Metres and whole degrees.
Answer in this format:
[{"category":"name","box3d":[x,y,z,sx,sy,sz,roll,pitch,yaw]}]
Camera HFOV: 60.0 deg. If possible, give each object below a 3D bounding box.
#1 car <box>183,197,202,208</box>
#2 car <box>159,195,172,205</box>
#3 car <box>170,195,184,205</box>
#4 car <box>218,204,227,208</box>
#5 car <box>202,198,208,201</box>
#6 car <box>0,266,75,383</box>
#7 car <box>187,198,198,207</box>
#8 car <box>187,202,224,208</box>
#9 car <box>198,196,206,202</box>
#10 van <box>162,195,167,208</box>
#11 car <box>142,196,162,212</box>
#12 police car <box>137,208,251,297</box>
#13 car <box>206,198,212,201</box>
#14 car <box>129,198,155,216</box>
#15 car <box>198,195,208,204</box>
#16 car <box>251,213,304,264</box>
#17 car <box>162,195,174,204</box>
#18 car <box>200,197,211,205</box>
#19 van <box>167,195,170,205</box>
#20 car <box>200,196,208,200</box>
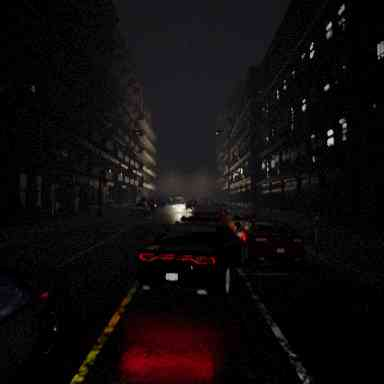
[{"category":"car","box3d":[0.058,1.790,45.792,1.895,1.301,4.718,0,0,0]},{"category":"car","box3d":[-5.229,1.630,67.293,2.192,1.841,5.009,1,0,0]},{"category":"car","box3d":[-2.688,1.527,65.810,2.150,2.045,5.566,0,0,0]},{"category":"car","box3d":[2.601,1.586,17.619,1.752,1.417,4.829,1,0,0]},{"category":"car","box3d":[2.620,1.709,39.571,2.008,1.369,4.403,1,0,0]},{"category":"car","box3d":[-2.846,1.558,3.232,2.033,1.411,5.357,0,0,0]},{"category":"car","box3d":[0.055,1.829,59.306,1.994,1.385,4.181,0,0,0]},{"category":"car","box3d":[0.842,1.542,18.587,1.882,1.535,5.008,0,0,0]},{"category":"car","box3d":[2.633,1.908,89.349,1.967,1.590,4.097,1,0,0]},{"category":"van","box3d":[-5.244,1.556,50.701,1.690,1.788,3.998,2,0,0]},{"category":"car","box3d":[-5.254,1.474,39.642,2.192,1.841,5.009,2,0,0]},{"category":"police car","box3d":[0.284,1.454,8.969,1.930,1.638,5.238,0,0,15]},{"category":"car","box3d":[2.615,1.677,34.039,1.887,1.381,4.507,1,0,0]},{"category":"car","box3d":[-5.264,1.657,33.940,1.752,1.417,4.829,2,0,0]},{"category":"car","box3d":[2.627,1.702,78.287,2.192,1.841,5.009,1,0,0]},{"category":"car","box3d":[2.595,1.584,11.917,1.887,1.381,4.507,1,0,0]},{"category":"car","box3d":[-5.224,1.666,72.823,2.192,1.841,5.009,1,0,0]},{"category":"car","box3d":[2.656,1.755,67.225,1.967,1.590,4.097,1,0,0]},{"category":"van","box3d":[-5.240,1.588,56.233,1.690,1.788,3.998,1,0,0]},{"category":"car","box3d":[2.636,1.791,56.163,1.887,1.381,4.507,1,0,0]}]
